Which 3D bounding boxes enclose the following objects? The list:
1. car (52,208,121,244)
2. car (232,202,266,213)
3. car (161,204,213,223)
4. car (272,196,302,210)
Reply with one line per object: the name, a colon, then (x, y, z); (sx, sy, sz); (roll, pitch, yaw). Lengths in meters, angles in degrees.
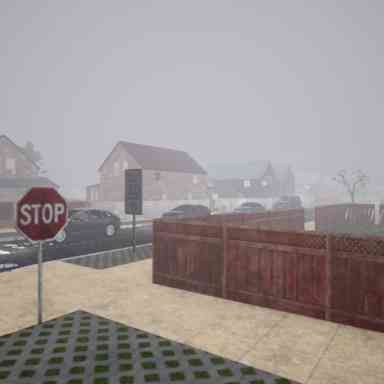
car: (-5.743, 1.572, 16.545); (1.837, 1.490, 4.892); (0, 0, 35)
car: (5.697, 1.714, 32.629); (1.812, 1.442, 4.674); (0, 0, 36)
car: (-0.289, 1.628, 24.213); (1.837, 1.490, 4.892); (0, 0, 36)
car: (11.895, 1.482, 41.278); (2.150, 2.045, 5.566); (0, 0, 35)
